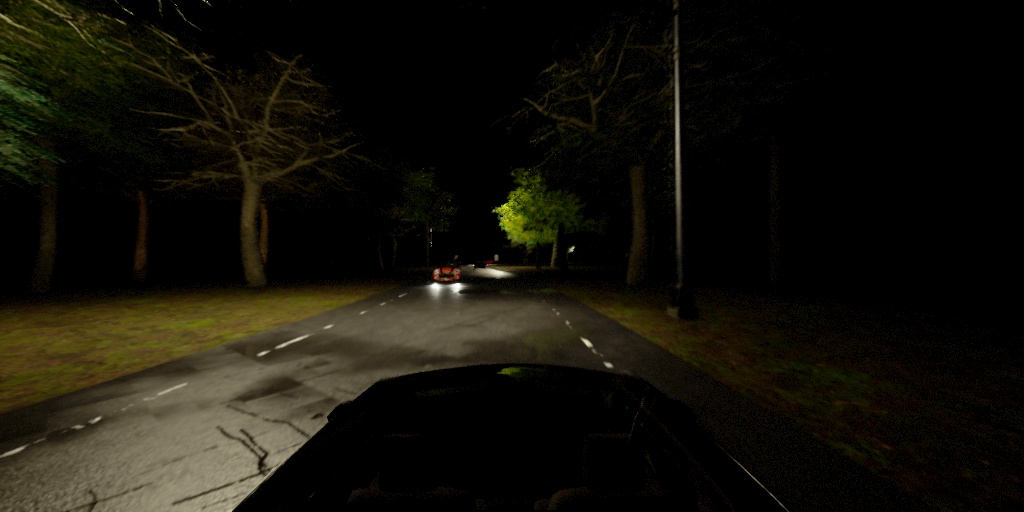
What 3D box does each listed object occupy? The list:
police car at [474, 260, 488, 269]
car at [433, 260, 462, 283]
[{"bbox_3d":[-5.661,1.444,63.090,1.930,1.638,5.238,-1,-1,-6],"label":"police car"},{"bbox_3d":[-5.213,1.202,29.306,2.097,1.767,4.553,-1,0,-7],"label":"car"}]
